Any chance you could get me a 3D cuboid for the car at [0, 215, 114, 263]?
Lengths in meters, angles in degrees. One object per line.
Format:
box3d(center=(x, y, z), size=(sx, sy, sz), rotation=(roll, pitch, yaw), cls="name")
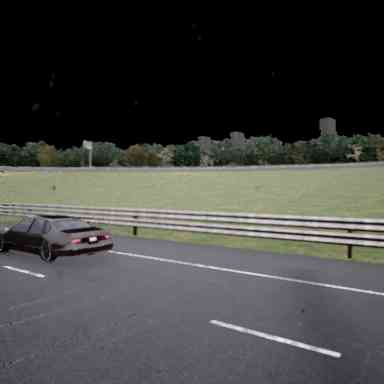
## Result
box3d(center=(-5.176, 1.535, 11.966), size=(5.357, 1.411, 2.033), rotation=(0, 0, 35), cls="car")
